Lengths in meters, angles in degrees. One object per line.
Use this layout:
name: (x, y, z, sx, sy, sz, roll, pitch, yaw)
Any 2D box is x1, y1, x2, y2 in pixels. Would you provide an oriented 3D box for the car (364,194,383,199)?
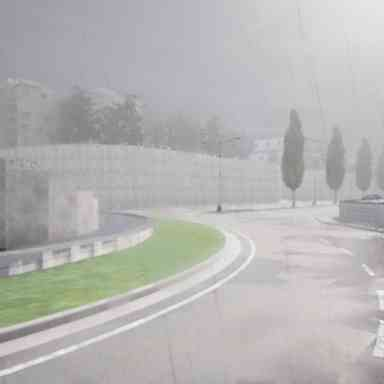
car: (30.736, 1.436, 55.996, 2.150, 2.045, 5.566, 0, 0, 44)

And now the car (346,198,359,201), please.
car: (28.384, 1.790, 58.601, 1.994, 1.385, 4.181, 0, 0, 44)
